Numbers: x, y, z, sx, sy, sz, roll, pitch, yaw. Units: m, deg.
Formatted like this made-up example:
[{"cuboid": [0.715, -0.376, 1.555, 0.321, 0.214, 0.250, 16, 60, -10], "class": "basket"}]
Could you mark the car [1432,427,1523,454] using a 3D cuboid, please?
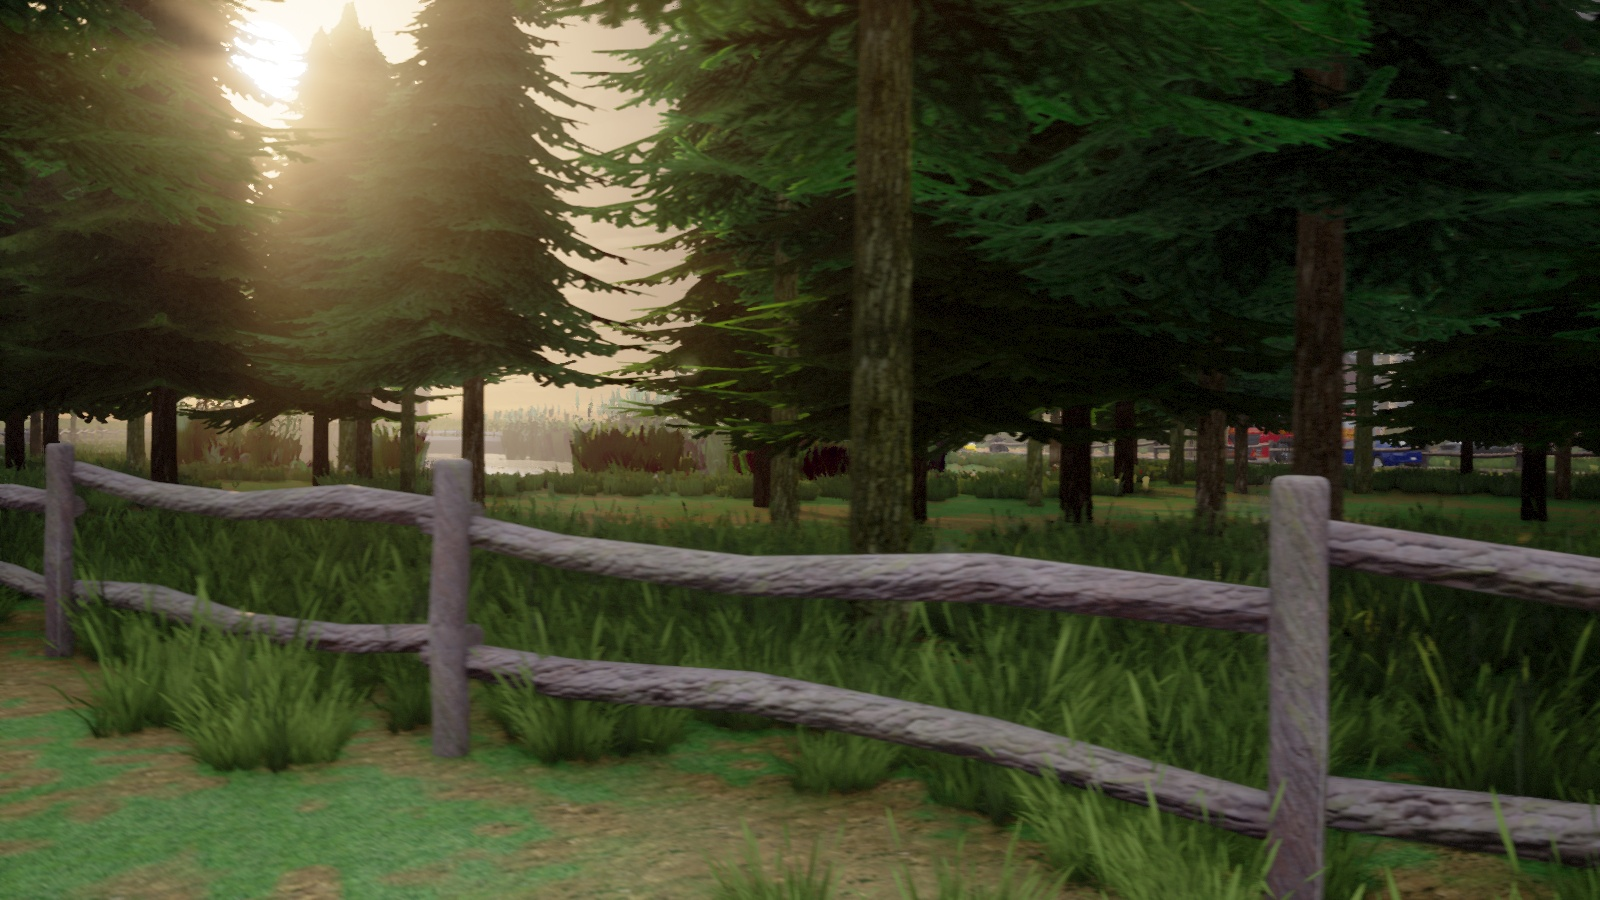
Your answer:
[{"cuboid": [38.828, -0.578, 71.978, 4.892, 1.490, 1.837, -1, 1, -22], "class": "car"}]

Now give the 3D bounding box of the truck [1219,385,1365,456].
[{"cuboid": [27.831, -1.634, 70.884, 8.468, 3.827, 2.891, -1, 1, -28], "class": "truck"}]

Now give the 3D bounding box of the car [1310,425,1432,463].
[{"cuboid": [24.648, -0.277, 54.393, 1.882, 1.535, 5.008, -1, 1, -19], "class": "car"}]
